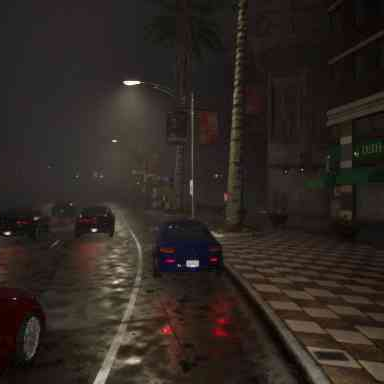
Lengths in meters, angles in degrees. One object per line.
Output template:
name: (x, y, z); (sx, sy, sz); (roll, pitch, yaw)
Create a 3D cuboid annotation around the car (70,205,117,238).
car: (-5.103, 1.500, 17.857); (1.837, 1.490, 4.892); (0, 0, -13)

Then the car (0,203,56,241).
car: (-8.313, 1.498, 16.450); (1.837, 1.490, 4.892); (0, 0, -13)

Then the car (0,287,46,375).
car: (-3.007, 1.524, 2.771); (1.812, 1.442, 4.674); (0, 0, 1)

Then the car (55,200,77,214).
car: (-12.286, 1.480, 32.146); (2.128, 1.511, 4.902); (0, 0, -15)

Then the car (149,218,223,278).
car: (-0.288, 1.522, 10.119); (1.812, 1.442, 4.674); (0, 0, -8)
